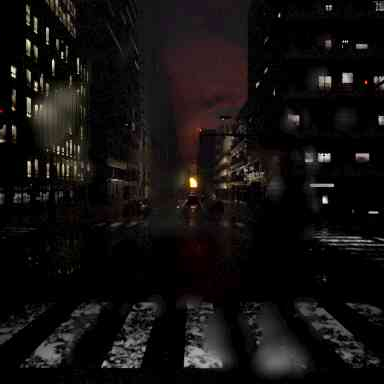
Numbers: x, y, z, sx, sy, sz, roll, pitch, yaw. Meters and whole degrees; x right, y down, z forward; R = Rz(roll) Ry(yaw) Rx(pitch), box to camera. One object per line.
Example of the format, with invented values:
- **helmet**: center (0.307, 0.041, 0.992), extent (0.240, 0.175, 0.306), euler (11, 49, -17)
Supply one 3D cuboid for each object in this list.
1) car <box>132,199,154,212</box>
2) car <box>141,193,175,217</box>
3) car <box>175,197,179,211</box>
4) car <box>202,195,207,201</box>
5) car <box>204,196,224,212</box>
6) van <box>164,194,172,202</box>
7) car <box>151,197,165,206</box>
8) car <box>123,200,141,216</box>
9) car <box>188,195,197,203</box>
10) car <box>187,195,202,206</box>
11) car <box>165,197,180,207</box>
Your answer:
- **car**: center (-5.635, 1.555, 38.608), extent (1.947, 1.339, 4.313), euler (-1, 0, 0)
- **car**: center (-3.048, 1.212, 31.085), extent (2.150, 2.045, 5.566), euler (0, 0, 0)
- **car**: center (-3.021, 1.210, 41.564), extent (2.150, 2.045, 5.566), euler (0, 0, 0)
- **car**: center (2.806, 1.422, 72.521), extent (1.967, 1.590, 4.097), euler (-1, 0, 0)
- **car**: center (2.745, 1.540, 38.593), extent (2.008, 1.369, 4.403), euler (-1, 0, 0)
- **van**: center (-5.566, 1.322, 78.191), extent (1.690, 1.788, 3.998), euler (-1, 0, 0)
- **car**: center (-5.604, 1.530, 55.572), extent (1.887, 1.381, 4.507), euler (-1, 0, 0)
- **car**: center (-5.646, 1.516, 32.784), extent (1.752, 1.417, 4.829), euler (-1, 0, 0)
- **car**: center (0.188, 1.460, 70.770), extent (1.882, 1.535, 5.008), euler (0, 0, 0)
- **car**: center (0.195, 1.464, 52.741), extent (1.882, 1.535, 5.008), euler (0, 0, 0)
- **car**: center (-2.995, 1.534, 52.108), extent (2.033, 1.411, 5.357), euler (0, 0, 0)
